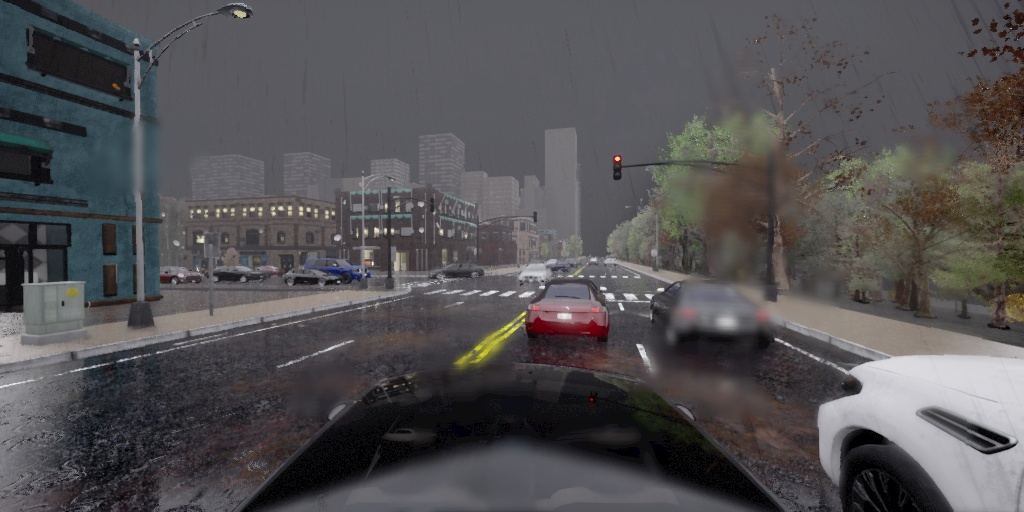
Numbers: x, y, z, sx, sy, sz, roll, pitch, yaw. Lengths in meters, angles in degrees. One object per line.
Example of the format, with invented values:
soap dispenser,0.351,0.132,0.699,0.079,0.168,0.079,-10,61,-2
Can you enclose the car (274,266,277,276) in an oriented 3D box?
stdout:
car,-26.380,1.654,38.355,4.207,1.307,1.802,0,0,13

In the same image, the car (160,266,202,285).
car,-28.321,1.597,30.202,4.097,1.591,1.967,0,0,13

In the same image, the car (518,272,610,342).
car,1.642,1.312,9.945,1.994,1.385,4.181,0,0,13

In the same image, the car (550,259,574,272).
car,5.815,1.337,42.093,1.895,1.301,4.718,0,0,13

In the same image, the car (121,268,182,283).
car,-34.513,1.811,34.345,4.718,1.301,1.895,-1,0,13

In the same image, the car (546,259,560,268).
car,7.015,1.253,61.150,1.812,1.442,4.674,0,0,14

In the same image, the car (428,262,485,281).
car,-4.779,1.302,31.151,4.892,1.490,1.837,-1,3,-20

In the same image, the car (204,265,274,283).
car,-24.294,1.568,31.900,5.008,1.535,1.882,-1,0,14

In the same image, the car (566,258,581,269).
car,9.189,1.082,56.273,2.097,1.767,4.553,0,0,13

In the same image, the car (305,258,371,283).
car,-14.509,1.195,29.567,5.566,2.045,2.150,-1,0,14

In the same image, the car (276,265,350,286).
car,-14.850,1.564,26.867,4.313,1.339,1.948,0,0,13

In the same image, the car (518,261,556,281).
car,1.719,1.270,24.813,1.812,1.442,4.674,0,0,13

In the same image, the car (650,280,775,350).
car,4.809,1.312,9.209,1.994,1.385,4.181,0,0,13
